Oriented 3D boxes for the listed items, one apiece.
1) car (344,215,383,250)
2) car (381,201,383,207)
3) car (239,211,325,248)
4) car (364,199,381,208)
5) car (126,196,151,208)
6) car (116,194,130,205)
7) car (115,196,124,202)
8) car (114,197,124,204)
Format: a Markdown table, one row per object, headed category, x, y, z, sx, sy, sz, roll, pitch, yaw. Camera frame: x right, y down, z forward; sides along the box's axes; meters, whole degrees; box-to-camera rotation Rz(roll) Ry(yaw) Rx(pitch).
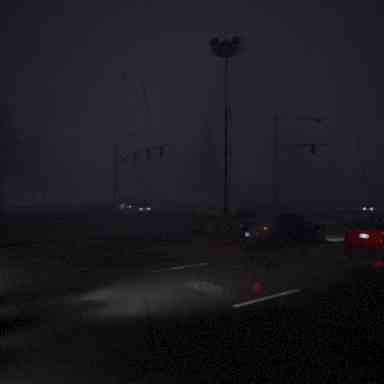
| category | x | y | z | sx | sy | sz | roll | pitch | yaw |
| --- | --- | --- | --- | --- | --- | --- | --- | --- | --- |
| car | 8.236 | 1.671 | 13.915 | 4.181 | 1.385 | 1.994 | 1 | 0 | -35 |
| car | 32.726 | 1.729 | 52.980 | 4.553 | 1.767 | 2.097 | 0 | 0 | -35 |
| car | 4.198 | 1.615 | 15.343 | 4.674 | 1.442 | 1.812 | 0 | 0 | -36 |
| car | 30.683 | 1.941 | 55.823 | 4.181 | 1.385 | 1.994 | 0 | 0 | -35 |
| car | -8.251 | 1.720 | 52.872 | 2.033 | 1.411 | 5.357 | 0 | 0 | -28 |
| car | -12.575 | 1.408 | 62.099 | 2.150 | 2.045 | 5.566 | 0 | 0 | -22 |
| car | -17.743 | 1.789 | 81.232 | 1.994 | 1.385 | 4.181 | 0 | 0 | -10 |
| car | -15.691 | 1.731 | 71.370 | 1.812 | 1.442 | 4.674 | 0 | 0 | -18 |
